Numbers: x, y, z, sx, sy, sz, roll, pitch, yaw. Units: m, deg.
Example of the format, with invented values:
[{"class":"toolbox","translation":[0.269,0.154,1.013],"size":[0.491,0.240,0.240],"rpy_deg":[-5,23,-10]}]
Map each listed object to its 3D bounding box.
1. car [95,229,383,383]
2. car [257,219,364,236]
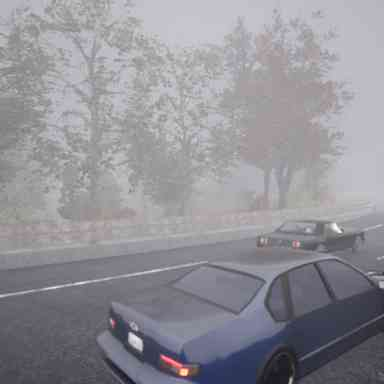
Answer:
[{"class":"car","translation":[1.399,1.569,4.936],"size":[5.357,1.411,2.033],"rpy_deg":[0,0,-38]},{"class":"car","translation":[4.507,1.652,12.103],"size":[4.718,1.301,1.895],"rpy_deg":[0,0,-41]}]
